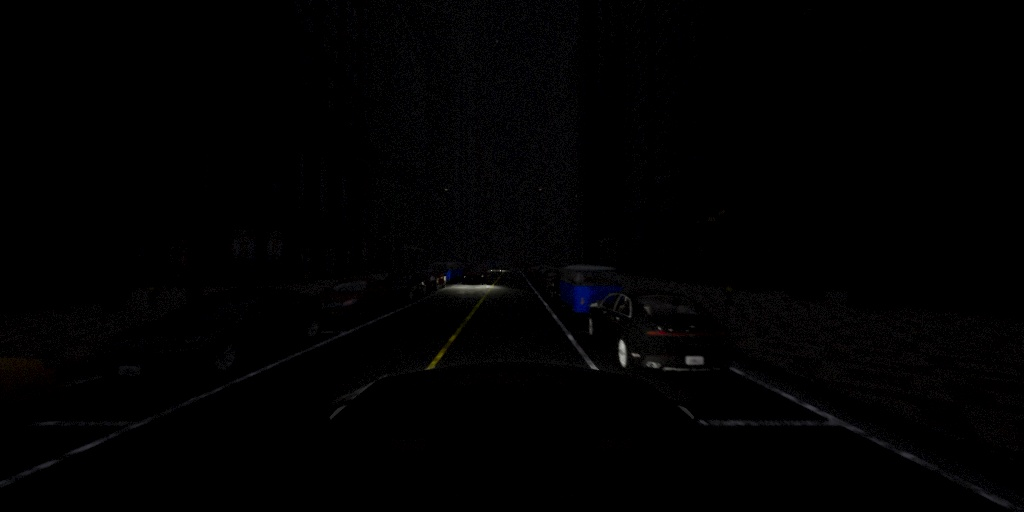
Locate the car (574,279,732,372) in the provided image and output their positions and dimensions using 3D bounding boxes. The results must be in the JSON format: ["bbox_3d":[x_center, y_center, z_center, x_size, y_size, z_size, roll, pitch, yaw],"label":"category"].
[{"bbox_3d":[2.764,1.369,7.595,2.007,1.370,4.403,0,0,0],"label":"car"}]

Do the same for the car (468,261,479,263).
[{"bbox_3d":[-5.751,1.618,47.033,2.192,1.841,5.009,0,0,0],"label":"car"}]

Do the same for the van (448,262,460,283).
[{"bbox_3d":[-5.755,1.433,30.125,1.690,1.789,3.998,0,0,0],"label":"van"}]

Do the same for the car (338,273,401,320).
[{"bbox_3d":[-5.760,1.468,13.217,1.802,1.307,4.207,0,0,0],"label":"car"}]

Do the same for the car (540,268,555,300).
[{"bbox_3d":[2.767,1.504,18.867,2.007,1.370,4.403,0,0,0],"label":"car"}]

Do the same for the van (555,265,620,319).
[{"bbox_3d":[2.765,1.227,13.231,1.690,1.789,3.998,0,0,0],"label":"van"}]

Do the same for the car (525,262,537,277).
[{"bbox_3d":[2.773,1.777,41.410,1.888,1.381,4.507,0,0,0],"label":"car"}]

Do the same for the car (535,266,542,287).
[{"bbox_3d":[2.768,1.604,24.503,1.802,1.307,4.207,0,0,0],"label":"car"}]

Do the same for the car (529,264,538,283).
[{"bbox_3d":[2.770,1.642,30.139,2.007,1.370,4.403,0,0,0],"label":"car"}]

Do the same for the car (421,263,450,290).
[{"bbox_3d":[-5.757,1.462,24.489,1.967,1.591,4.097,0,0,0],"label":"car"}]

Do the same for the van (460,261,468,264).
[{"bbox_3d":[-5.754,1.503,35.761,1.690,1.789,3.998,0,0,0],"label":"van"}]

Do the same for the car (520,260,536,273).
[{"bbox_3d":[2.776,1.689,52.681,2.192,1.841,5.009,0,0,0],"label":"car"}]

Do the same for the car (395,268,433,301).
[{"bbox_3d":[-5.758,1.520,18.853,1.948,1.339,4.313,0,0,0],"label":"car"}]

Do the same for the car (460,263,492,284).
[{"bbox_3d":[-3.091,1.580,31.006,1.882,1.535,5.008,0,-1,0],"label":"car"}]

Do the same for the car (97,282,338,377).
[{"bbox_3d":[-5.761,1.385,7.580,1.948,1.339,4.313,0,0,0],"label":"car"}]

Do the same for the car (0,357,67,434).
[{"bbox_3d":[-5.763,1.279,1.774,1.751,1.417,4.829,0,0,0],"label":"car"}]
